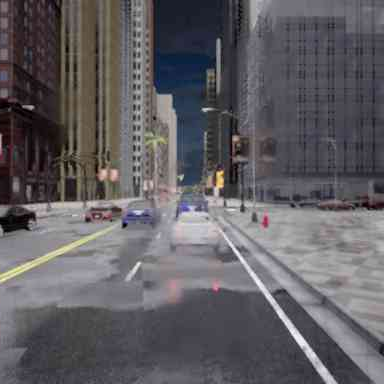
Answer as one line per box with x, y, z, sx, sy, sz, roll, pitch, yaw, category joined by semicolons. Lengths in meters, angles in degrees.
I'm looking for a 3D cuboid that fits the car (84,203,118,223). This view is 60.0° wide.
-6.545;1.494;24.923;1.994;1.385;4.181;0;0;1;car

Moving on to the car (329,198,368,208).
20.824;1.443;44.369;4.313;1.339;1.947;0;0;-1;car

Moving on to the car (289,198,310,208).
15.185;1.462;44.281;4.313;1.339;1.947;0;0;-1;car

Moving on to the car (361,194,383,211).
20.953;1.129;35.846;5.009;1.841;2.192;0;0;-1;car

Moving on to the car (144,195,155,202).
-9.752;1.512;76.219;1.882;1.535;5.008;0;0;0;car

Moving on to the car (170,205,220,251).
0.100;1.471;13.654;1.812;1.442;4.674;0;0;0;car

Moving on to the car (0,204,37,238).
-9.836;1.415;17.029;1.882;1.535;5.008;0;0;0;car

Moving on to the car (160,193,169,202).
-6.501;1.259;76.189;2.150;2.045;5.566;0;0;0;car

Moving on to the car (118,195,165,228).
-3.149;1.282;21.683;2.097;1.767;4.553;0;0;0;car

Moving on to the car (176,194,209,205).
0.027;1.151;23.355;2.150;2.045;5.566;0;0;1;car

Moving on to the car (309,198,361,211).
15.315;1.415;35.758;4.206;1.307;1.802;0;0;-1;car
